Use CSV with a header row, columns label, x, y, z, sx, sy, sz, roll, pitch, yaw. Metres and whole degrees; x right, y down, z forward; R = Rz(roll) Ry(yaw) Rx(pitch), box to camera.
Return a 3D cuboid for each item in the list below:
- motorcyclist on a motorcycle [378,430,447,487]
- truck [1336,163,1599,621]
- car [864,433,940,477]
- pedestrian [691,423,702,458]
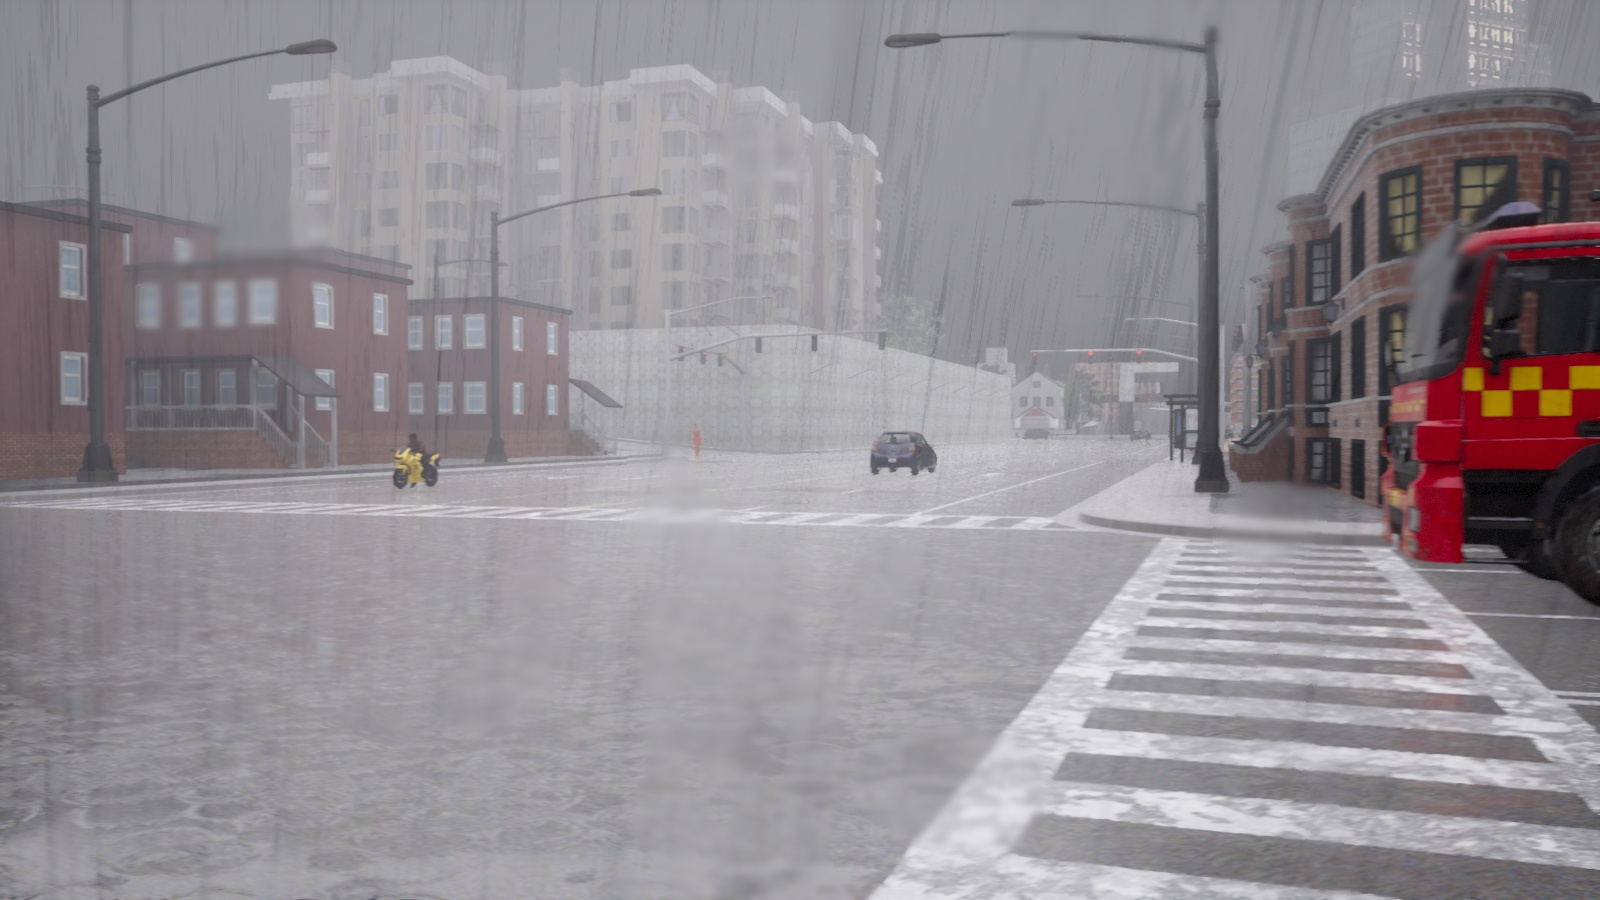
label,x,y,z,sx,sy,sz,roll,pitch,yaw
motorcyclist on a motorcycle,-10.686,0.213,34.703,0.797,1.523,2.044,1,1,19
truck,9.454,-0.480,11.072,8.468,3.827,2.891,1,1,19
car,3.655,0.142,44.412,1.845,1.501,3.633,0,1,19
pedestrian,-5.548,-0.517,67.256,0.345,1.836,0.594,1,1,19
